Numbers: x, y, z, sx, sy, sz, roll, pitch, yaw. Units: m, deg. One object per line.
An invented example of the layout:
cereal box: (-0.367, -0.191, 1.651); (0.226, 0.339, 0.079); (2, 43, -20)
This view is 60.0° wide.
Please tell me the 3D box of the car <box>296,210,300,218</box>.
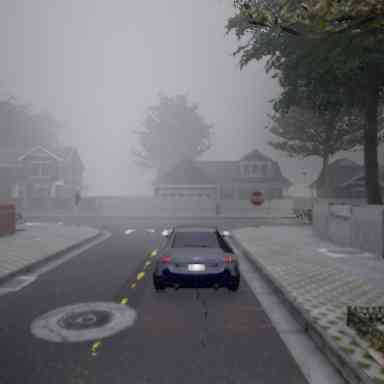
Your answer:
car: (10.702, 1.530, 26.026); (4.892, 1.490, 1.837); (0, 1, -1)

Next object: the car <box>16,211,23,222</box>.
car: (-13.960, 1.519, 22.822); (4.181, 1.385, 1.994); (0, 1, -1)

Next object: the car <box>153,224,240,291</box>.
car: (0.100, 1.560, 9.007); (1.994, 1.385, 4.181); (0, 0, 0)

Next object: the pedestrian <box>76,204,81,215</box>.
pedestrian: (-9.768, 1.333, 28.724); (0.375, 1.300, 0.375); (0, 0, -1)

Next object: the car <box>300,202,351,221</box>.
car: (10.442, 1.558, 23.197); (4.892, 1.490, 1.837); (0, 0, 0)
